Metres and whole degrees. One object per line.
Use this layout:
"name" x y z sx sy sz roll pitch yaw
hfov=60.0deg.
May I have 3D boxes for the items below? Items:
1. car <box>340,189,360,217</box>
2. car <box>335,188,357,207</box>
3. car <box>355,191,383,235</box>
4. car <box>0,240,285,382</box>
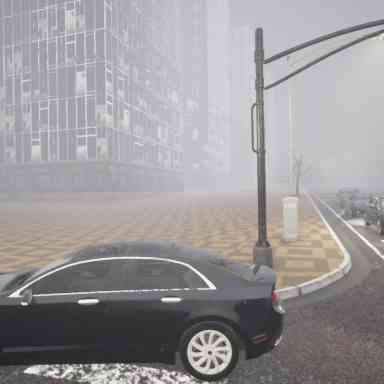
"car" 10.820 0.759 20.834 1.994 1.385 4.181 -1 2 17
"car" 12.765 0.453 26.914 2.128 1.511 4.902 -1 2 18
"car" 8.823 0.928 14.523 2.128 1.511 4.902 -1 2 18
"car" -1.188 1.505 4.804 4.892 1.490 1.837 0 0 -1
